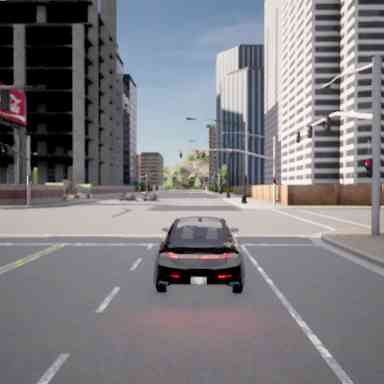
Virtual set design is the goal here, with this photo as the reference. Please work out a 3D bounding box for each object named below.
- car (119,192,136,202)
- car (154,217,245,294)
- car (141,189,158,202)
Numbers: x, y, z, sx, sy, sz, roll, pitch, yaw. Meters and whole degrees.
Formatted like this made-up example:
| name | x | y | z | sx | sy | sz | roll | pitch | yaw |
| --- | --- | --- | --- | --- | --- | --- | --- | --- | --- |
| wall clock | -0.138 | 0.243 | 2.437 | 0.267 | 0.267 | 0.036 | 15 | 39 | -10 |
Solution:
| name | x | y | z | sx | sy | sz | roll | pitch | yaw |
| --- | --- | --- | --- | --- | --- | --- | --- | --- | --- |
| car | -9.856 | 0.803 | 51.164 | 1.812 | 1.442 | 4.674 | 0 | 1 | 1 |
| car | 0.205 | 1.370 | 8.478 | 2.128 | 1.511 | 4.902 | 0 | 1 | 2 |
| car | -6.355 | 0.766 | 51.307 | 2.128 | 1.511 | 4.902 | 0 | 1 | 1 |
